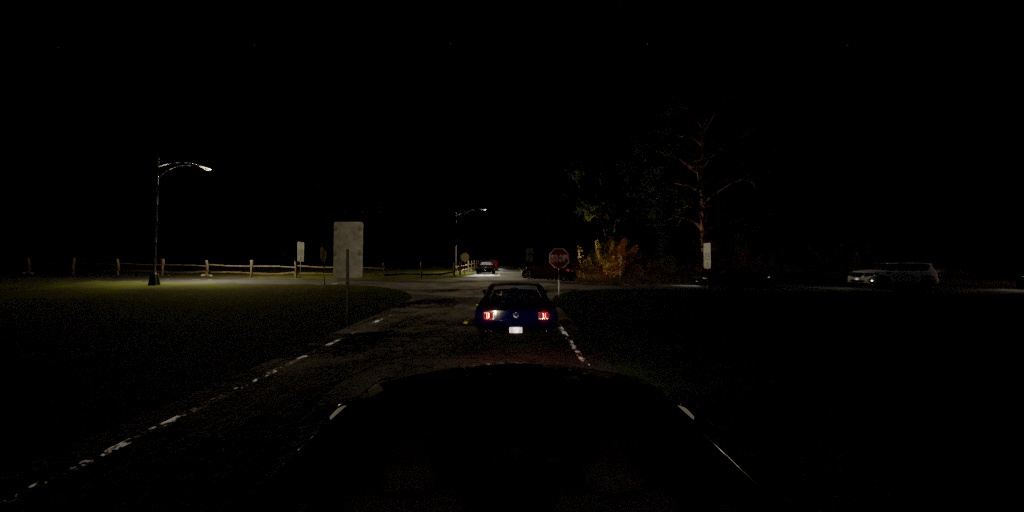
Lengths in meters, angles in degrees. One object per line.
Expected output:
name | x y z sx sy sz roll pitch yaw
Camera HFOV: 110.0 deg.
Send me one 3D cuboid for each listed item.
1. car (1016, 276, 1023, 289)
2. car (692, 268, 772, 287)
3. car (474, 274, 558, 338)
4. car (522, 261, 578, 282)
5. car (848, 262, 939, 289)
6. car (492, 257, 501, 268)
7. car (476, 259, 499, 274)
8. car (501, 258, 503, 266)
car | 42.560 1.796 27.901 4.553 1.767 2.097 1 -1 0
car | 16.932 1.607 27.718 5.357 1.411 2.033 1 -1 -1
car | 0.088 1.354 10.166 1.895 1.301 4.718 0 0 0
car | 3.140 1.175 30.241 4.553 1.767 2.097 2 0 32
car | 29.520 1.470 27.833 5.566 2.045 2.150 1 -1 0
car | -2.935 1.272 51.035 1.882 1.535 5.008 0 0 0
car | -2.924 1.345 41.154 1.994 1.385 4.181 0 0 0
car | -2.945 1.412 61.270 1.895 1.301 4.718 0 0 0
